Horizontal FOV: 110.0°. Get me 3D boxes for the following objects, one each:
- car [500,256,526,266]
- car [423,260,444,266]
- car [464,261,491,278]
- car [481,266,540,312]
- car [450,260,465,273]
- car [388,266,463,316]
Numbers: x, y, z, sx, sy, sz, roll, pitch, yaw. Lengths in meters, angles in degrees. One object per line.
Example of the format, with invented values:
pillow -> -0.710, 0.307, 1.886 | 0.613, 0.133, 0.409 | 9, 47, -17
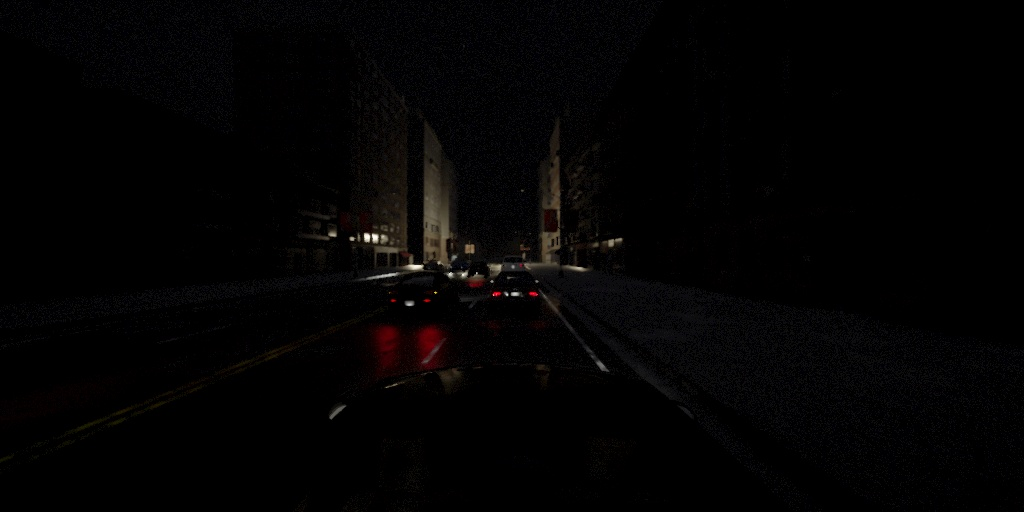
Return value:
car -> 0.098, 0.997, 33.567 | 2.150, 2.045, 5.566 | 0, 0, 0
car -> -9.834, 1.284, 45.021 | 2.128, 1.511, 4.902 | 0, 0, 0
car -> -3.152, 1.282, 34.575 | 1.837, 1.490, 4.892 | 0, 0, 0
car -> 0.100, 1.305, 14.298 | 2.033, 1.411, 5.357 | 0, 0, 0
car -> -6.586, 1.270, 44.902 | 1.882, 1.535, 5.008 | 0, 0, 0
car -> -3.152, 1.283, 13.349 | 1.812, 1.442, 4.674 | 0, 0, 0
